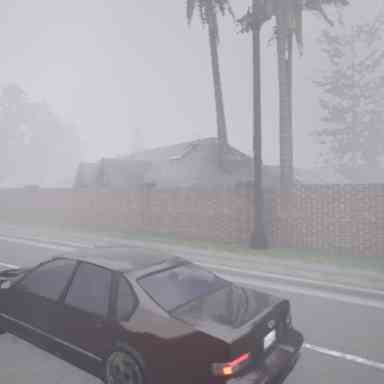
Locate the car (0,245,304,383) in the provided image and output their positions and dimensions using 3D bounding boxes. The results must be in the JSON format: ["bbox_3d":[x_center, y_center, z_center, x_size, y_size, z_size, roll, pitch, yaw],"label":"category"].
[{"bbox_3d":[-1.249,1.534,4.862,5.357,1.411,2.033,0,0,36],"label":"car"}]
